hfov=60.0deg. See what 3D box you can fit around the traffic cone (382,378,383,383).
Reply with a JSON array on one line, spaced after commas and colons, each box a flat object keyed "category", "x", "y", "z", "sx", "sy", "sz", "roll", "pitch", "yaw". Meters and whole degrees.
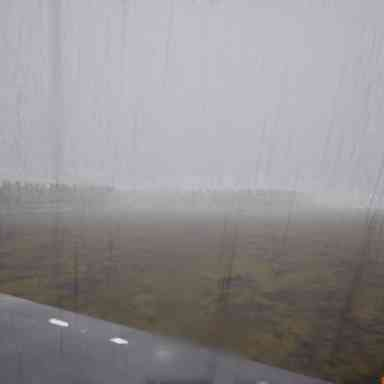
[{"category": "traffic cone", "x": 1.789, "y": 2.066, "z": 2.934, "sx": 0.340, "sy": 0.580, "sz": 0.340, "roll": 0, "pitch": -2, "yaw": 30}]
